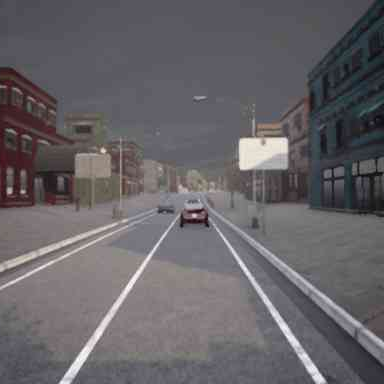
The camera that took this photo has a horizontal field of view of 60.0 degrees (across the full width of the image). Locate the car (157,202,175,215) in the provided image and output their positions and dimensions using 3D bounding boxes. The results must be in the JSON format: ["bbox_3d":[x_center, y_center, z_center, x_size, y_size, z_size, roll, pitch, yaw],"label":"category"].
[{"bbox_3d":[-2.992,1.863,39.000,2.033,1.411,5.357,0,-1,0],"label":"car"}]

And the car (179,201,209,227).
[{"bbox_3d":[0.159,1.592,23.819,2.163,1.488,4.792,0,-1,0],"label":"car"}]
